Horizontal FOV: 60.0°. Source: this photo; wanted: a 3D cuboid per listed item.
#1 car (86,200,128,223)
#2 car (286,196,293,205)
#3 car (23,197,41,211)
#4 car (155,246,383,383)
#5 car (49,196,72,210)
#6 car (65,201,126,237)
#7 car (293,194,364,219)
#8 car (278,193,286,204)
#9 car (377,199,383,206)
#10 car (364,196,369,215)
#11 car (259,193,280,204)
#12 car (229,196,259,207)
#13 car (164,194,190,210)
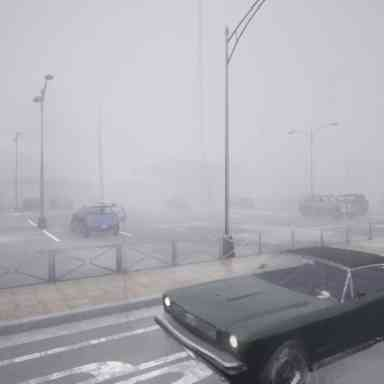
[{"bbox_3d":[-6.423,1.400,24.916,1.970,1.475,3.806,0,0,-32],"label":"car"},{"bbox_3d":[17.490,1.113,51.735,1.932,1.855,4.605,0,0,-32],"label":"car"},{"bbox_3d":[-18.754,1.355,39.176,2.007,1.523,4.514,0,0,-32],"label":"car"},{"bbox_3d":[1.864,1.601,5.108,4.718,1.301,1.895,0,0,-32],"label":"car"},{"bbox_3d":[-16.113,1.346,40.870,2.152,1.636,5.027,0,0,-32],"label":"car"},{"bbox_3d":[-5.056,1.389,17.037,1.845,1.501,3.633,0,0,-32],"label":"car"},{"bbox_3d":[10.823,1.113,26.692,1.932,1.855,4.605,0,0,-32],"label":"car"},{"bbox_3d":[16.149,1.092,60.155,1.905,1.878,3.866,0,0,-32],"label":"car"},{"bbox_3d":[28.658,1.313,46.869,2.007,1.523,4.514,0,0,-32],"label":"car"},{"bbox_3d":[13.078,1.092,28.570,1.905,1.878,3.866,0,0,-32],"label":"car"},{"bbox_3d":[12.999,1.376,58.927,1.970,1.475,3.806,0,0,-32],"label":"car"},{"bbox_3d":[6.520,1.313,45.790,2.007,1.523,4.514,0,0,-32],"label":"car"},{"bbox_3d":[-2.002,1.335,40.572,1.845,1.501,3.633,0,0,-32],"label":"car"}]
